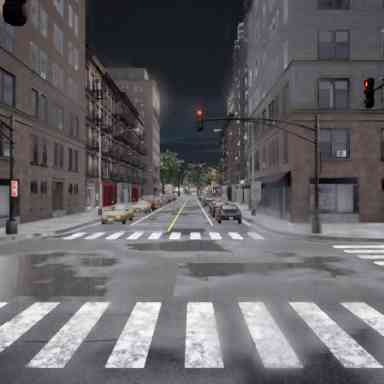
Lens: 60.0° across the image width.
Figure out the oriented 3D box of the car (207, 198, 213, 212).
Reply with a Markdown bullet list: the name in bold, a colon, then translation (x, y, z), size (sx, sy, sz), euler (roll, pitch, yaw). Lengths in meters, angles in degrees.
- **car**: translation (2.643, 1.546, 30.145), size (1.887, 1.381, 4.507), euler (0, 0, 0)

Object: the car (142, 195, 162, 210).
- **car**: translation (-5.401, 1.317, 41.111), size (2.192, 1.841, 5.009), euler (0, 0, 0)

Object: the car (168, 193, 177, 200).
- **car**: translation (-5.373, 1.326, 90.450), size (2.192, 1.841, 5.009), euler (0, 0, 0)

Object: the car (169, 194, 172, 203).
- **car**: translation (-5.389, 1.571, 63.040), size (1.947, 1.339, 4.313), euler (0, 0, 0)

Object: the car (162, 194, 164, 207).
- **car**: translation (-5.398, 1.443, 46.593), size (1.967, 1.590, 4.097), euler (0, 0, 0)

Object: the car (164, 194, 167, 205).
- **car**: translation (-5.395, 1.444, 52.075), size (1.967, 1.590, 4.097), euler (0, 0, 0)

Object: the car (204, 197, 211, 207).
- **car**: translation (2.644, 1.552, 35.627), size (2.008, 1.369, 4.403), euler (0, 0, 0)

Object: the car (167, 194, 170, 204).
- **car**: translation (-5.392, 1.555, 57.557), size (2.008, 1.369, 4.403), euler (0, 0, 0)

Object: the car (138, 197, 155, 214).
- **car**: translation (-5.405, 1.527, 35.459), size (1.752, 1.417, 4.829), euler (0, 0, 0)

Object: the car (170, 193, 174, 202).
- **car**: translation (-5.385, 1.321, 68.522), size (2.192, 1.841, 5.009), euler (0, 0, 0)

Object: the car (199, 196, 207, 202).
- **car**: translation (2.654, 1.553, 79.483), size (1.887, 1.381, 4.507), euler (0, 0, 0)

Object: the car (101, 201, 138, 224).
- **car**: translation (-5.411, 1.526, 24.495), size (1.752, 1.417, 4.829), euler (0, 0, 0)

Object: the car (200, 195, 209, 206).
- **car**: translation (2.648, 1.555, 52.073), size (2.008, 1.369, 4.403), euler (0, 0, 0)

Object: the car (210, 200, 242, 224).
- **car**: translation (2.642, 1.551, 24.664), size (2.008, 1.369, 4.403), euler (0, 0, 0)

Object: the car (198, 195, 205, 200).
- **car**: translation (2.657, 1.593, 90.447), size (1.802, 1.307, 4.206), euler (0, 0, 0)
